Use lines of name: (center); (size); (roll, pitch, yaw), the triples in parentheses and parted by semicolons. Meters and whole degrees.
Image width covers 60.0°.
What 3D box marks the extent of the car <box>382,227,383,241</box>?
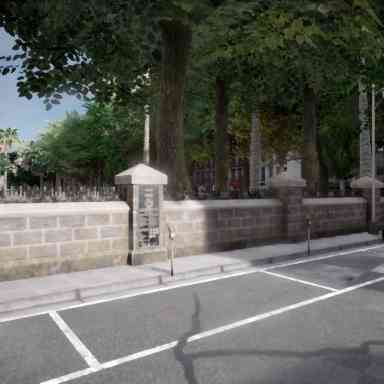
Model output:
car: (9.756, 1.310, 13.500); (5.009, 1.841, 2.192); (0, 0, -36)
